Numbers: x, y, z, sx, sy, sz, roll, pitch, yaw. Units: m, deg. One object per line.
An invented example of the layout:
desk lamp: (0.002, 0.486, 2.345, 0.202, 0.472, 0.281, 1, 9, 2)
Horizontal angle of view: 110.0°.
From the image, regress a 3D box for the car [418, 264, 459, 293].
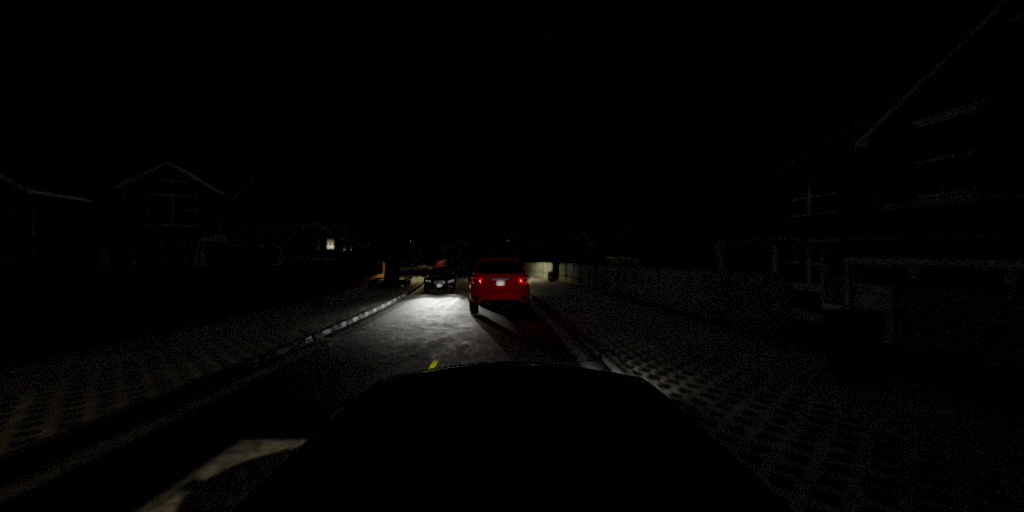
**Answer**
car: (-4.381, 1.417, 22.393, 2.128, 1.511, 4.902, 0, 0, -8)

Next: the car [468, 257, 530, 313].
car: (-0.589, 1.068, 14.718, 2.150, 2.045, 5.566, 0, -1, -4)
